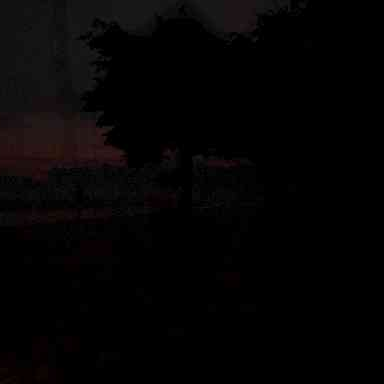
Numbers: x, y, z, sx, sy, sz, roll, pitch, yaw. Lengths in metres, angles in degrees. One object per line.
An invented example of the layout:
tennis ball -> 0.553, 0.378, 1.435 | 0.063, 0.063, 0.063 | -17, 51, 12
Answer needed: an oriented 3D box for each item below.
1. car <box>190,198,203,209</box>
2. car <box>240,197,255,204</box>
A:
car -> -0.170, 1.625, 48.959 | 1.812, 1.442, 4.674 | 3, 1, 32
car -> 11.525, 1.700, 68.985 | 2.033, 1.411, 5.357 | 2, 1, 28
